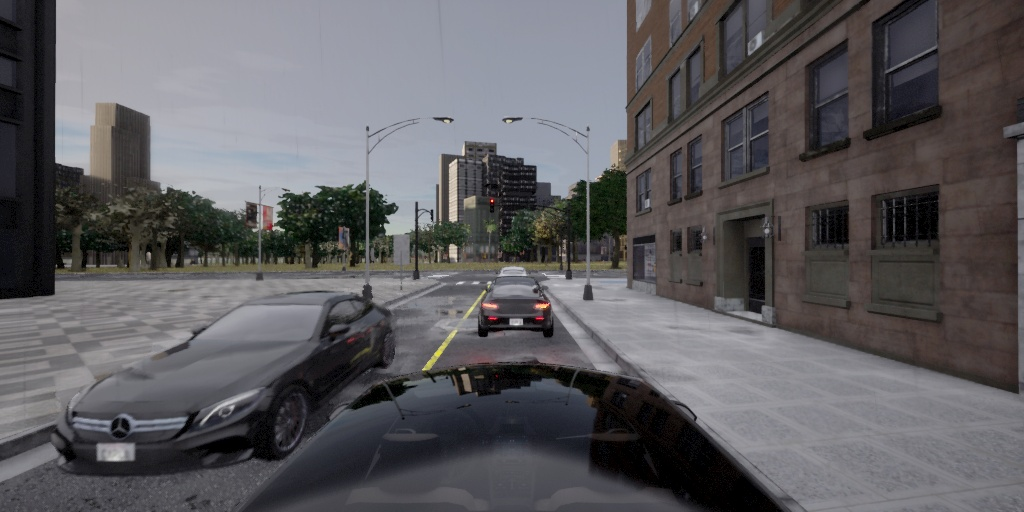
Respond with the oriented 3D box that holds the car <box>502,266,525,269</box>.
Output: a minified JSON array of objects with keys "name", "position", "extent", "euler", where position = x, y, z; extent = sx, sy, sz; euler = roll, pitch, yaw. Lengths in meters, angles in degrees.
[{"name":"car","position":[0.064,1.277,19.208],"extent":[1.812,1.442,4.674],"euler":[0,0,0]}]

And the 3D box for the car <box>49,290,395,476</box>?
[{"name":"car","position":[-3.102,1.276,5.133],"extent":[1.812,1.442,4.674],"euler":[0,0,0]}]

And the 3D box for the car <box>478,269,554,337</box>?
[{"name":"car","position":[0.083,1.276,10.148],"extent":[1.812,1.442,4.674],"euler":[0,0,0]}]
